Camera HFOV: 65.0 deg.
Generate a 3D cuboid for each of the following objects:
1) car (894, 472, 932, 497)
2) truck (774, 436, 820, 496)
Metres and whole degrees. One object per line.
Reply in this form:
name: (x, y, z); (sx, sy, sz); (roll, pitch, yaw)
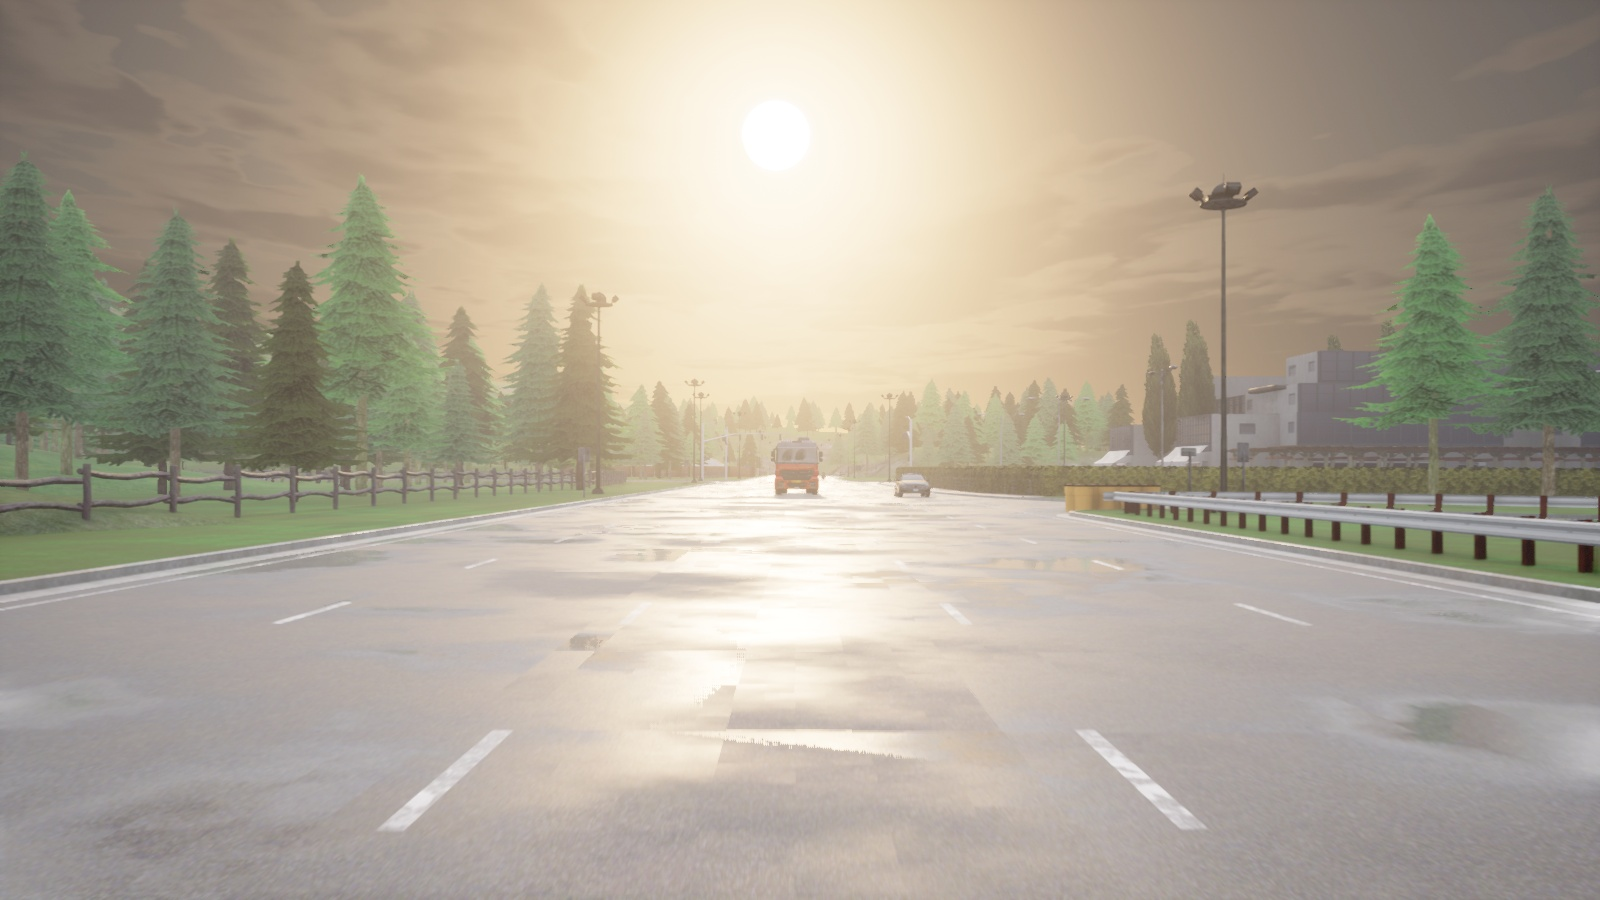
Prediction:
car: (6.829, 2.089, 76.203); (1.812, 1.442, 4.674); (0, -1, 0)
truck: (-0.201, 1.065, 84.498); (2.891, 3.827, 8.468); (0, -1, 0)
